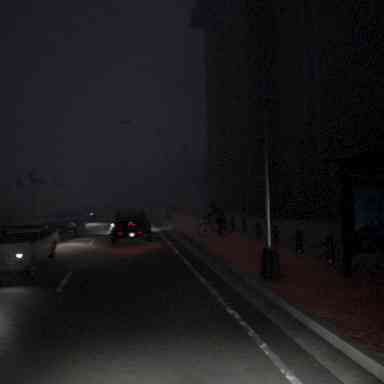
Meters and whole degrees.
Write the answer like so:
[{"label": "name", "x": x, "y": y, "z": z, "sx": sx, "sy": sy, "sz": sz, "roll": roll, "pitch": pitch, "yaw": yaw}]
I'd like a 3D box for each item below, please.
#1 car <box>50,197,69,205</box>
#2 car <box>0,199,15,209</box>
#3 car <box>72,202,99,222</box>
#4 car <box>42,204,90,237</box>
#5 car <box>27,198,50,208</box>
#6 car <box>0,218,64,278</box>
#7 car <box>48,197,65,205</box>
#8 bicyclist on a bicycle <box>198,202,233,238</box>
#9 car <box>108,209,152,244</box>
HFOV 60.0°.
[{"label": "car", "x": -34.566, "y": 2.299, "z": 84.783, "sx": 4.605, "sy": 1.855, "sz": 1.932, "roll": -2, "pitch": 0, "yaw": -12}, {"label": "car", "x": -38.866, "y": 2.729, "z": 67.990, "sx": 3.806, "sy": 1.475, "sz": 1.970, "roll": -2, "pitch": 0, "yaw": -12}, {"label": "car", "x": -9.415, "y": 1.848, "z": 29.360, "sx": 1.812, "sy": 1.442, "sz": 4.674, "roll": -2, "pitch": 0, "yaw": -11}, {"label": "car", "x": -7.491, "y": 1.732, "z": 19.777, "sx": 1.882, "sy": 1.535, "sz": 5.008, "roll": -2, "pitch": 0, "yaw": -12}, {"label": "car", "x": -31.006, "y": 2.451, "z": 66.542, "sx": 3.633, "sy": 1.501, "sz": 1.845, "roll": -2, "pitch": 0, "yaw": -12}, {"label": "car", "x": -5.645, "y": 1.791, "z": 10.669, "sx": 1.895, "sy": 1.301, "sz": 4.718, "roll": -2, "pitch": 0, "yaw": -11}, {"label": "car", "x": -35.547, "y": 2.312, "z": 87.549, "sx": 3.866, "sy": 1.878, "sz": 1.905, "roll": -2, "pitch": 0, "yaw": -12}, {"label": "bicyclist on a bicycle", "x": 1.056, "y": 1.264, "z": 15.211, "sx": 1.656, "sy": 1.620, "sz": 0.582, "roll": -2, "pitch": 0, "yaw": -11}, {"label": "car", "x": -3.106, "y": 1.609, "z": 16.791, "sx": 1.837, "sy": 1.490, "sz": 4.892, "roll": -2, "pitch": 0, "yaw": -12}]
